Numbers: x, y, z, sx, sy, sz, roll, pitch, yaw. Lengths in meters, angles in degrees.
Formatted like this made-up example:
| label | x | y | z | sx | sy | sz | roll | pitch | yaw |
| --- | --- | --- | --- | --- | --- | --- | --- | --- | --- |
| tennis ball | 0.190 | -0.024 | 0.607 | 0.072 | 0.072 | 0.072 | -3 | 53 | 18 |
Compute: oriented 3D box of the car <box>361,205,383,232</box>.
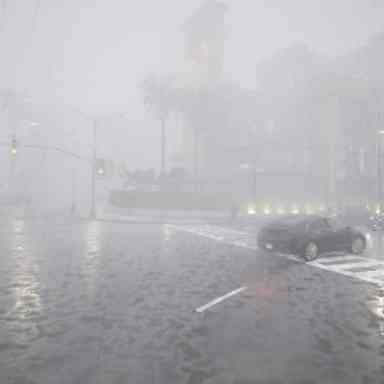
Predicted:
| label | x | y | z | sx | sy | sz | roll | pitch | yaw |
| --- | --- | --- | --- | --- | --- | --- | --- | --- | --- |
| car | 13.440 | 1.687 | 21.189 | 4.553 | 1.767 | 2.097 | 1 | 0 | -26 |

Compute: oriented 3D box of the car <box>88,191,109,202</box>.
| label | x | y | z | sx | sy | sz | roll | pitch | yaw |
| --- | --- | --- | --- | --- | --- | --- | --- | --- | --- |
| car | -18.366 | 0.883 | 67.386 | 2.150 | 2.045 | 5.566 | 1 | 0 | 33 |

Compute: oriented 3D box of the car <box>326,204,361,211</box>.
| label | x | y | z | sx | sy | sz | roll | pitch | yaw |
| --- | --- | --- | --- | --- | --- | --- | --- | --- | --- |
| car | 10.807 | 1.630 | 23.805 | 4.553 | 1.767 | 2.097 | 1 | 0 | -26 |

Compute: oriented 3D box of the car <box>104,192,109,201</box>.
| label | x | y | z | sx | sy | sz | roll | pitch | yaw |
| --- | --- | --- | --- | --- | --- | --- | --- | --- | --- |
| car | -14.592 | 1.218 | 66.676 | 1.882 | 1.535 | 5.008 | 1 | 0 | 33 |

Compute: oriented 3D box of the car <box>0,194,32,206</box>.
| label | x | y | z | sx | sy | sz | roll | pitch | yaw |
| --- | --- | --- | --- | --- | --- | --- | --- | --- | --- |
| car | -23.464 | 1.010 | 44.578 | 2.128 | 1.511 | 4.902 | 1 | 0 | 8 |

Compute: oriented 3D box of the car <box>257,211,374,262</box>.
| label | x | y | z | sx | sy | sz | roll | pitch | yaw |
| --- | --- | --- | --- | --- | --- | --- | --- | --- | --- |
| car | 4.619 | 1.627 | 12.616 | 4.892 | 1.490 | 1.837 | 1 | -2 | -35 |
